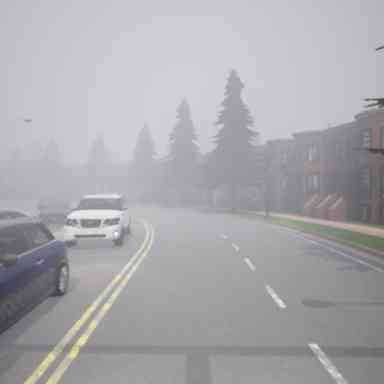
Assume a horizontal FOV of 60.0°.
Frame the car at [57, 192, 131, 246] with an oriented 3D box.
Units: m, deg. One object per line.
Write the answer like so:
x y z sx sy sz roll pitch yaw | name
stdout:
-3.990 1.108 14.936 2.150 2.045 5.566 0 0 -5 | car

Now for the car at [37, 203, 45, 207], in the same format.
-7.315 1.388 11.922 1.882 1.535 5.008 0 0 -3 | car

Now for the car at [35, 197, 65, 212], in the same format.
-15.391 1.299 36.006 1.994 1.385 4.181 0 0 -37 | car

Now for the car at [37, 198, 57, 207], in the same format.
-8.712 1.313 21.770 1.882 1.535 5.008 0 1 -16 | car

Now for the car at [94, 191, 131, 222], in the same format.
-6.290 1.023 25.782 2.150 2.045 5.566 0 1 -20 | car

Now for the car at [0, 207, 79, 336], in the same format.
-3.683 1.311 5.361 2.097 1.767 4.553 0 0 -1 | car
